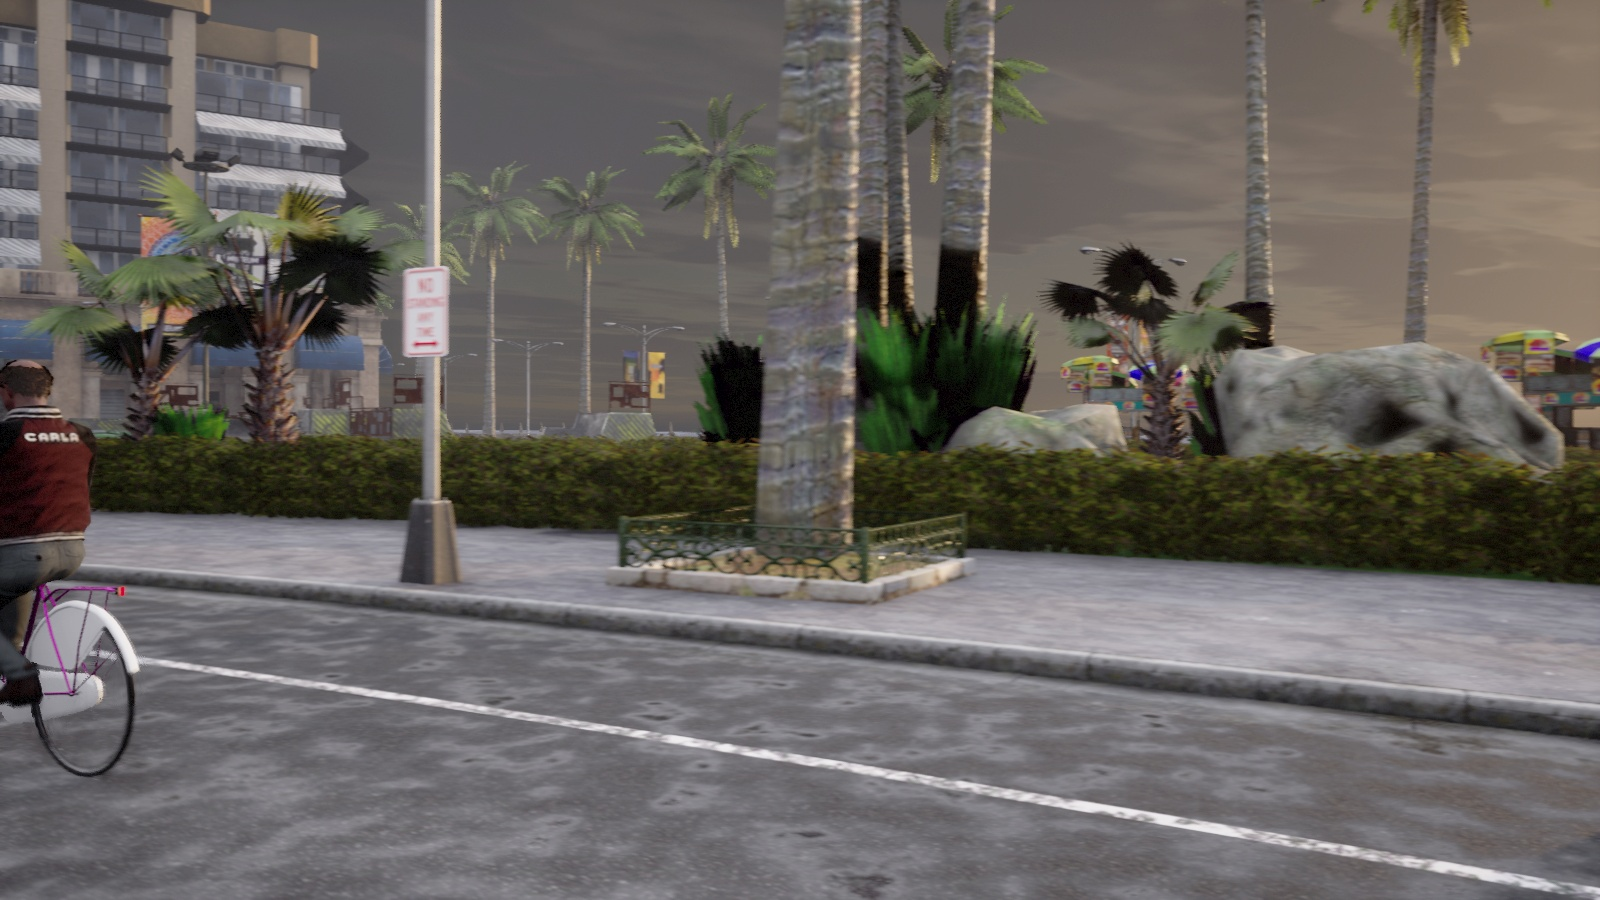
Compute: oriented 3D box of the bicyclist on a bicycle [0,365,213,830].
[{"bbox_3d":[-3.494,0.556,5.512,1.843,1.776,0.659,0,1,28],"label":"bicyclist on a bicycle"}]
